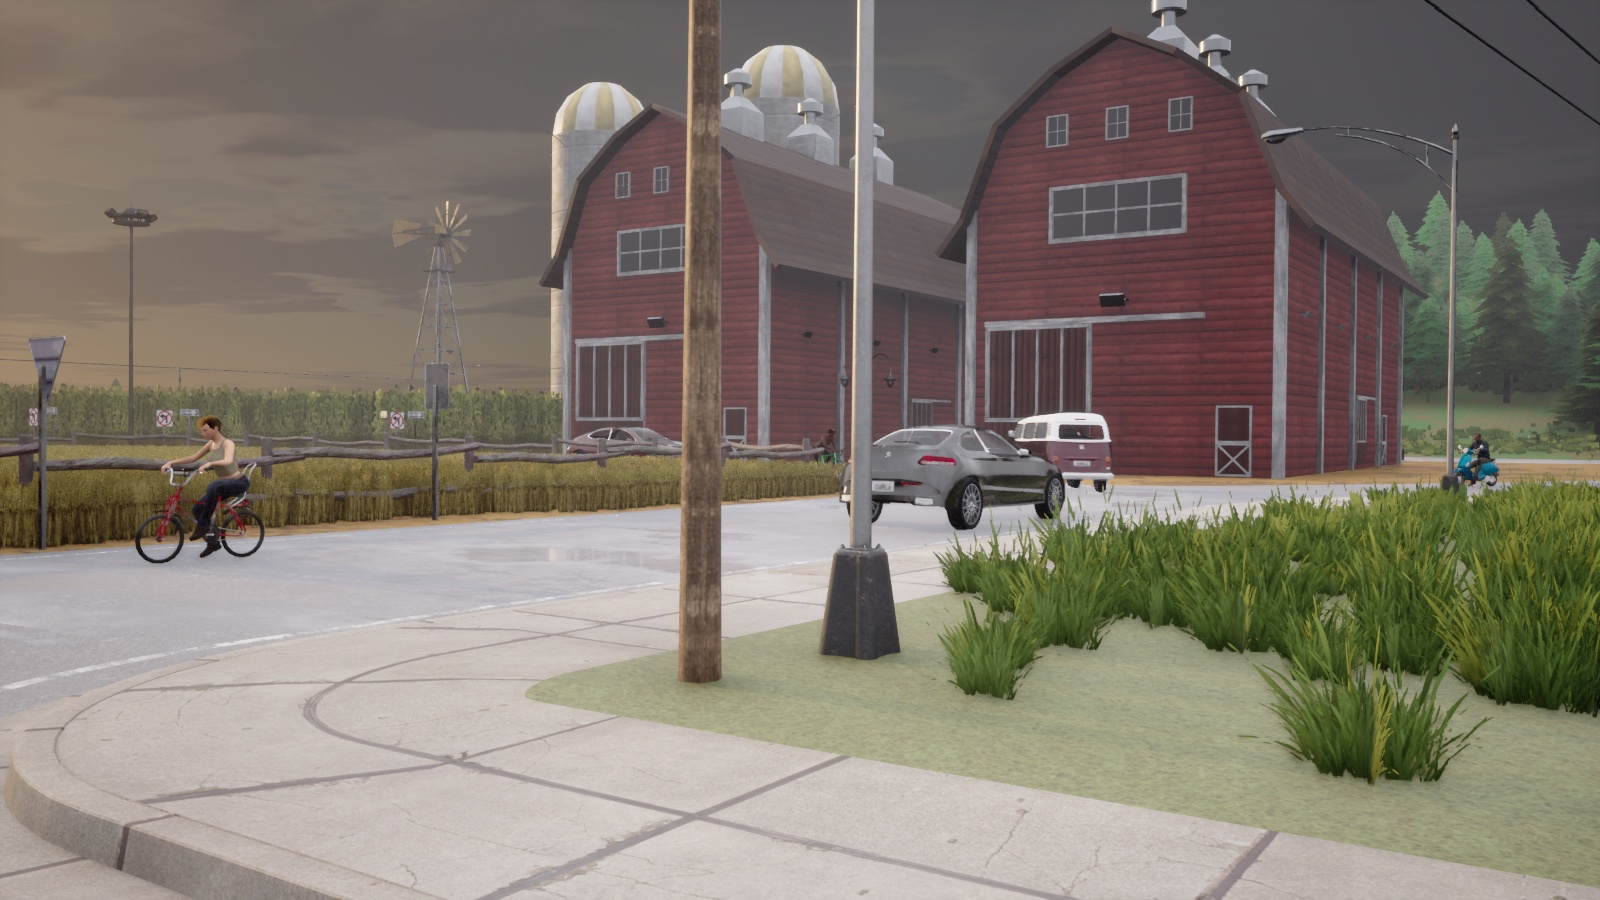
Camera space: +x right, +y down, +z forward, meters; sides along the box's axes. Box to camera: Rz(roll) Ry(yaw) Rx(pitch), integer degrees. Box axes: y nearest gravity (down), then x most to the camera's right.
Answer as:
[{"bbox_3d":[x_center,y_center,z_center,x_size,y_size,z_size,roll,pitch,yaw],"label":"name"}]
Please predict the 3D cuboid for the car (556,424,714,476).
[{"bbox_3d":[-5.607,-0.019,42.489,5.027,1.651,2.152,0,1,31],"label":"car"}]

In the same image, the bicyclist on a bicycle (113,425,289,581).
[{"bbox_3d":[-6.598,0.538,13.893,0.866,1.612,1.509,0,1,35],"label":"bicyclist on a bicycle"}]

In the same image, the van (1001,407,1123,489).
[{"bbox_3d":[6.933,-0.081,33.714,2.069,2.038,4.480,0,1,-4],"label":"van"}]

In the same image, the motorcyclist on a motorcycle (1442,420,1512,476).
[{"bbox_3d":[20.030,-0.068,37.168,1.817,1.590,0.866,-1,1,-22],"label":"motorcyclist on a motorcycle"}]

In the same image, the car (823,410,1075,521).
[{"bbox_3d":[2.678,0.194,21.278,2.152,1.651,5.027,0,1,34],"label":"car"}]
